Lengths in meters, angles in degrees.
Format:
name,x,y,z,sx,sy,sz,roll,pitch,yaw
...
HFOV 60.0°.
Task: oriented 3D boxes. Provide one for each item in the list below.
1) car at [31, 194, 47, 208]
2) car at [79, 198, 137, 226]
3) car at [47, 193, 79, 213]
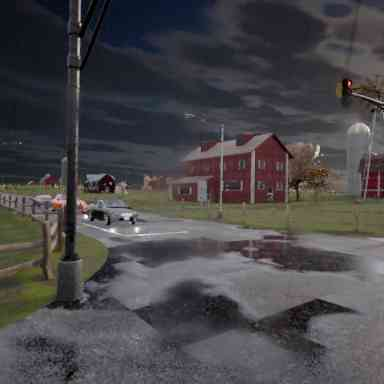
name,x,y,z,sx,sy,sz,roll,pitch,yaw
car,-16.571,0.984,37.282,1.812,1.442,4.674,1,0,-35
car,-5.147,1.210,21.085,2.128,1.511,4.902,1,0,-35
car,-10.772,0.942,29.061,2.097,1.767,4.553,1,0,-35
